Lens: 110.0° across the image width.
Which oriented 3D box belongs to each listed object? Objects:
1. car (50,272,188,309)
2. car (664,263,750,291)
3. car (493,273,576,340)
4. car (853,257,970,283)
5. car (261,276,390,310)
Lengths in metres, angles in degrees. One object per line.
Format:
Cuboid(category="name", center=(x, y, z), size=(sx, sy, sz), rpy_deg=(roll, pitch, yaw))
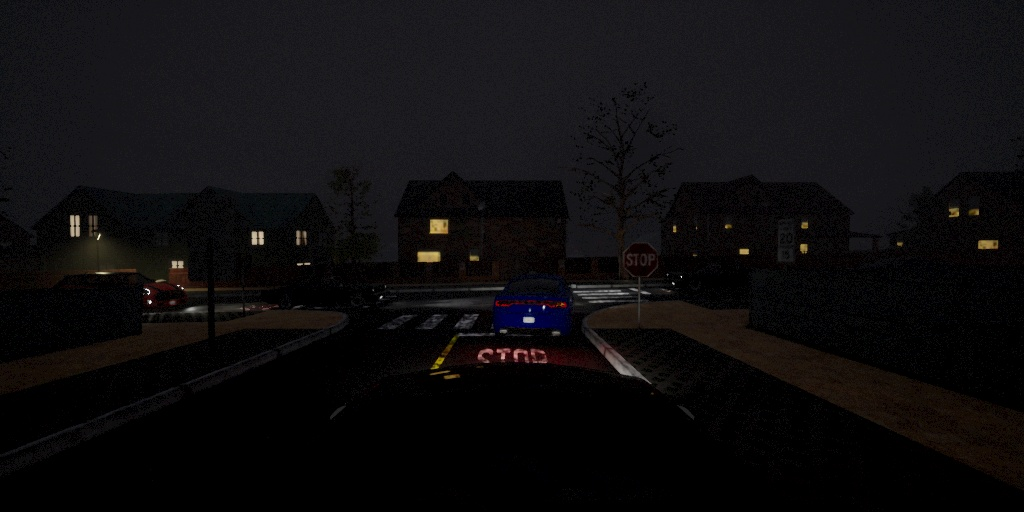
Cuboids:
Cuboid(category="car", center=(-16.803, 1.472, 15.360), size=(4.553, 1.767, 2.097), rpy_deg=(-1, 1, 0))
Cuboid(category="car", center=(10.406, 1.034, 18.303), size=(4.718, 1.301, 1.895), rpy_deg=(-1, 1, -1))
Cuboid(category="car", center=(0.784, 1.226, 10.165), size=(1.882, 1.535, 5.008), rpy_deg=(0, 0, 10))
Cuboid(category="car", center=(20.051, 0.753, 18.342), size=(5.357, 1.411, 2.033), rpy_deg=(-1, 1, 0))
Cuboid(category="car", center=(-7.815, 1.506, 15.371), size=(4.718, 1.301, 1.895), rpy_deg=(-1, 1, 0))
